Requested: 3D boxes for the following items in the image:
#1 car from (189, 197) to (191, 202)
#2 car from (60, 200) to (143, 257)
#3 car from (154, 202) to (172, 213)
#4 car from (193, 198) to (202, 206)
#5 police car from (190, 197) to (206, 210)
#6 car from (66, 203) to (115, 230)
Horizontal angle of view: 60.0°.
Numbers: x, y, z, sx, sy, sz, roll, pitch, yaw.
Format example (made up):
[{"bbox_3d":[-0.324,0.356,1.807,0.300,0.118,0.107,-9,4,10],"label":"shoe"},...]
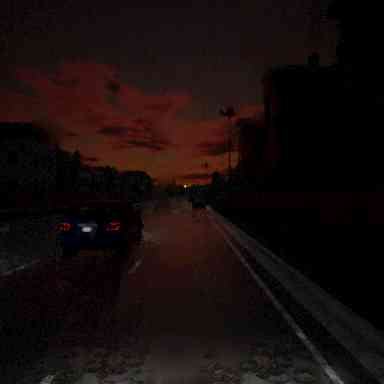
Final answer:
[{"bbox_3d":[1.046,1.767,59.552,2.097,1.767,4.553,0,0,0],"label":"car"},{"bbox_3d":[-3.400,1.317,13.453,2.150,2.045,5.566,0,0,0],"label":"car"},{"bbox_3d":[-3.402,1.883,40.446,1.895,1.301,4.718,0,0,0],"label":"car"},{"bbox_3d":[1.047,1.935,65.580,1.882,1.535,5.008,0,0,0],"label":"car"},{"bbox_3d":[1.048,1.772,49.691,1.930,1.638,5.238,0,0,0],"label":"police car"},{"bbox_3d":[-6.900,1.640,23.238,1.882,1.535,5.008,0,0,0],"label":"car"}]
